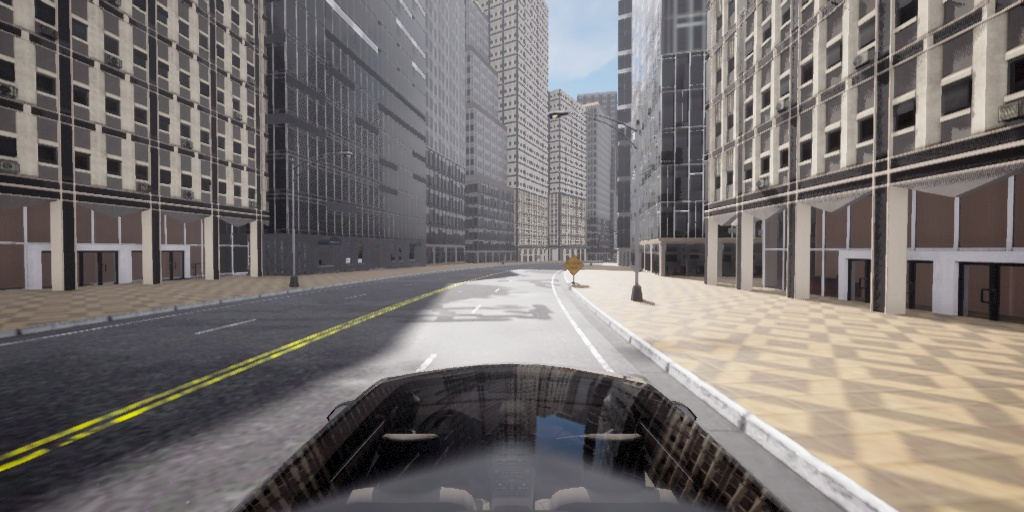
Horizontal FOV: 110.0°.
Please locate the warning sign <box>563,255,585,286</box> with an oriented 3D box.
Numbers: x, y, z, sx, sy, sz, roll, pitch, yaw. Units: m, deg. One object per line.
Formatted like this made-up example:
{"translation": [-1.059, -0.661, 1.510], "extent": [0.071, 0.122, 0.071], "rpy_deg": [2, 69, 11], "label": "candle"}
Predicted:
{"translation": [3.777, 0.849, 22.053], "extent": [1.300, 1.860, 1.060], "rpy_deg": [0, 0, 5], "label": "warning sign"}
